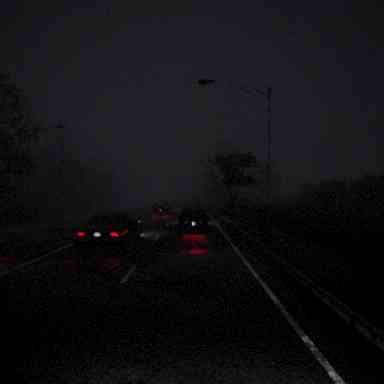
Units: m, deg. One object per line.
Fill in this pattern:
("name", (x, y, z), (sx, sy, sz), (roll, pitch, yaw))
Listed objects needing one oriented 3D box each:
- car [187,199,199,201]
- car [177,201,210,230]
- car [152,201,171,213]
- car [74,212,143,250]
("car", (0.094, 1.584, 41.418), (1.882, 1.535, 5.008), (0, 0, 0))
("car", (0.085, 1.560, 21.406), (1.837, 1.490, 4.892), (0, 0, 0))
("car", (-3.403, 1.699, 38.200), (1.895, 1.301, 4.718), (0, 0, 0))
("car", (-3.402, 1.585, 14.437), (2.033, 1.411, 5.357), (0, 0, 0))
